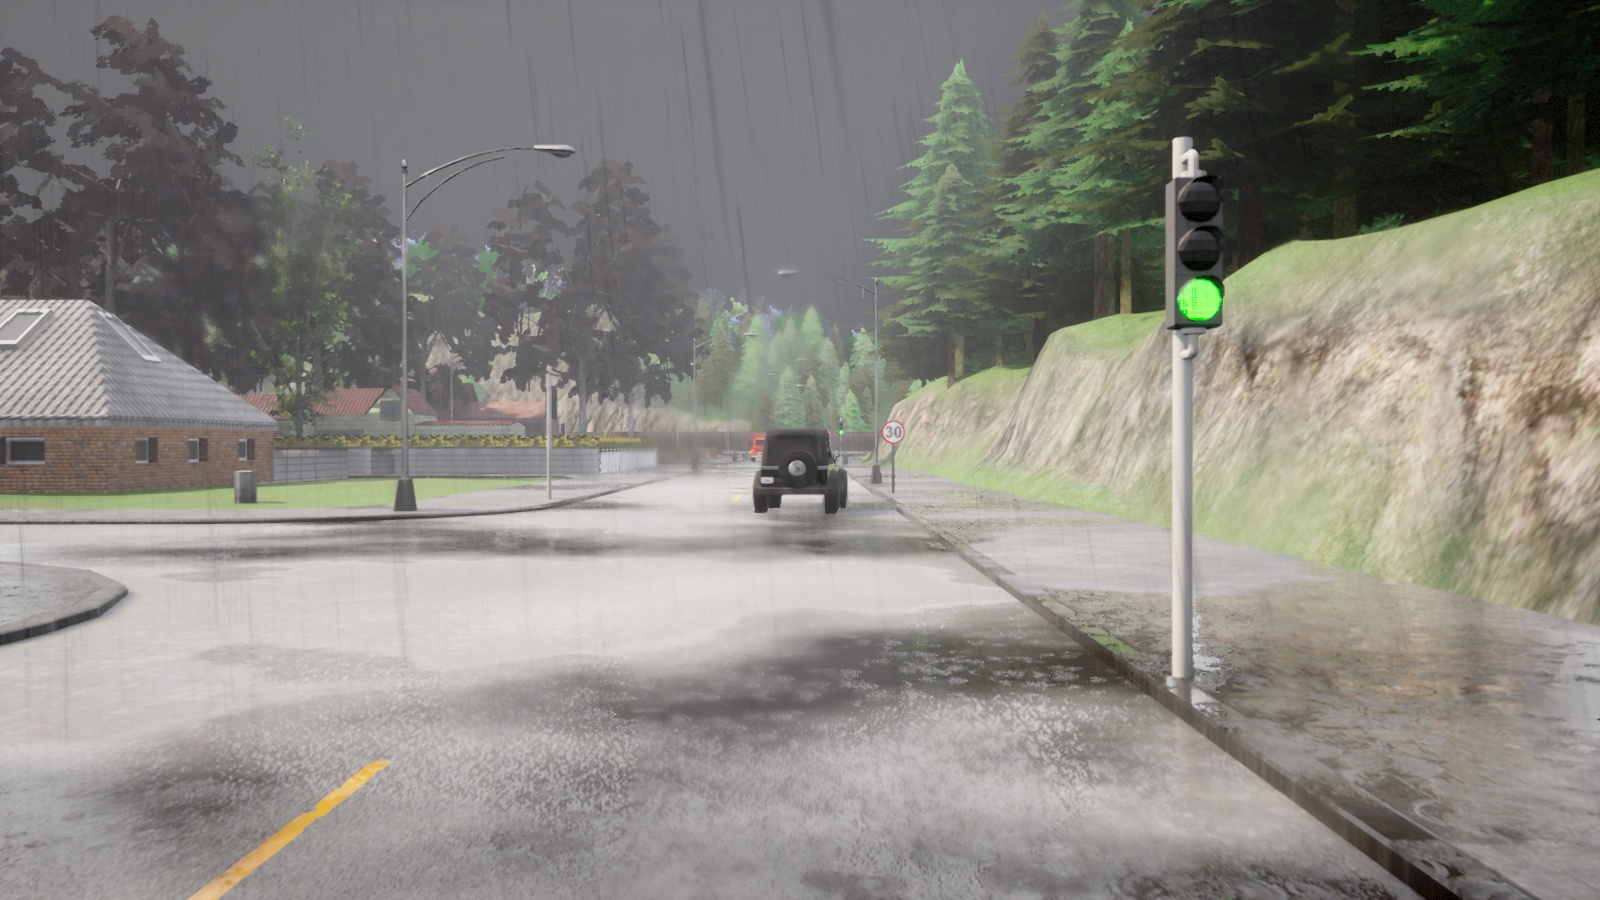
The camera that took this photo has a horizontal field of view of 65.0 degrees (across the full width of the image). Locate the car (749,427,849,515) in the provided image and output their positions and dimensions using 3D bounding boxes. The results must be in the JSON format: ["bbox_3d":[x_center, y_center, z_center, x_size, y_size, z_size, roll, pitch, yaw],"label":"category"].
[{"bbox_3d":[0.048,0.434,28.760,1.905,1.878,3.866,0,0,6],"label":"car"}]
